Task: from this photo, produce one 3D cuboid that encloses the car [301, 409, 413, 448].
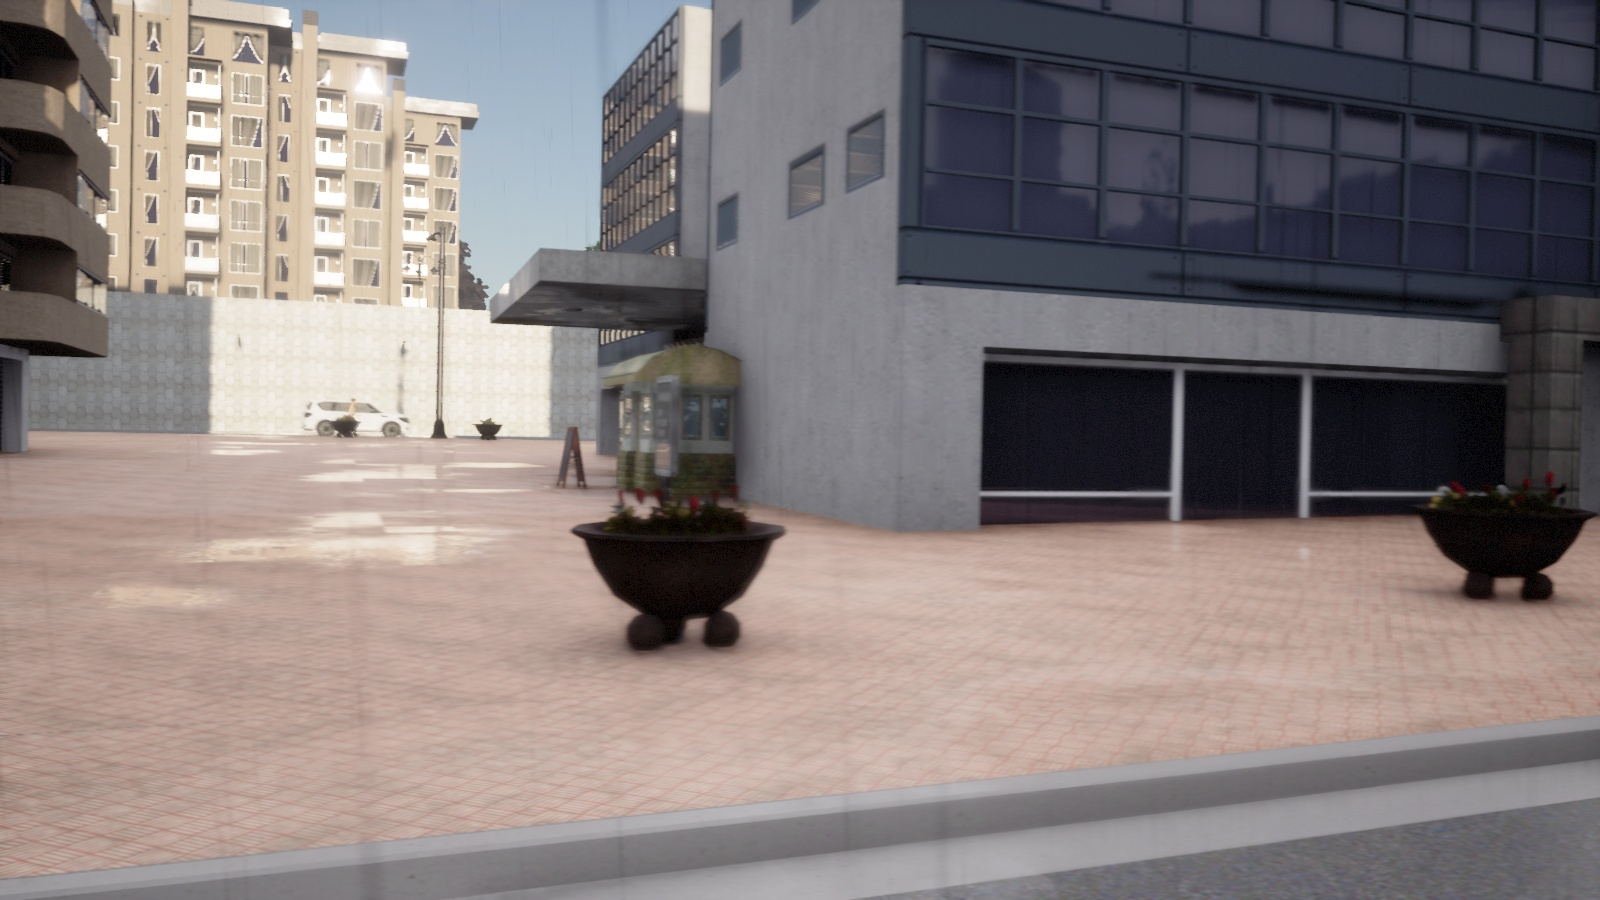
[{"bbox_3d":[-23.827,-1.129,67.646,5.566,2.045,2.150,0,1,-19],"label":"car"}]
